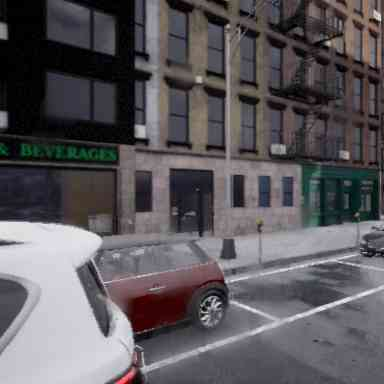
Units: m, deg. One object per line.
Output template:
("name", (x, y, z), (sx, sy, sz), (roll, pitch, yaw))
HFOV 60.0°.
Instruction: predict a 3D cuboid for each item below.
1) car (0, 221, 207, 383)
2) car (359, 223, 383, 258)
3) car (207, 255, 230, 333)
("car", (-2.822, 1.221, 1.057), (5.566, 2.045, 2.150), (0, 0, -35))
("car", (7.552, 1.556, 11.568), (4.403, 1.369, 2.008), (0, 0, -35))
("car", (-1.424, 1.441, 5.172), (4.097, 1.590, 1.967), (0, 0, -35))
